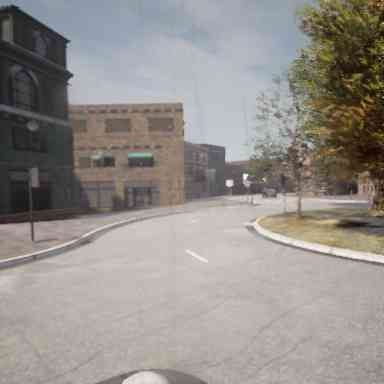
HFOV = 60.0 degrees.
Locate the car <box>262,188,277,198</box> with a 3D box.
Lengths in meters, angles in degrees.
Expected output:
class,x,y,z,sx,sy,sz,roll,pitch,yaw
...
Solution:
class,x,y,z,sx,sy,sz,roll,pitch,yaw
car,12.362,0.187,53.135,2.128,1.511,4.902,-1,0,4
